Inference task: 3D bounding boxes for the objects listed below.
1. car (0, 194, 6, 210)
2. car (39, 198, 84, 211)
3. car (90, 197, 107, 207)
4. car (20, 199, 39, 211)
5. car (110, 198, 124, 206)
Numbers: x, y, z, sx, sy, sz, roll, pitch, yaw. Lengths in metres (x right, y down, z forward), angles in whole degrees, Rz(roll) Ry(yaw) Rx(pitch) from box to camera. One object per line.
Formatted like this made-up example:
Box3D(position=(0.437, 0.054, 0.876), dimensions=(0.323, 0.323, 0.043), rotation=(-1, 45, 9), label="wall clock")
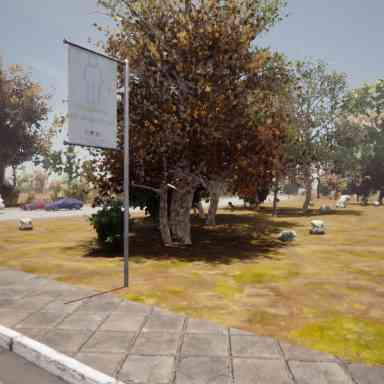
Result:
Box3D(position=(-21.415, 1.221, 32.591), dimensions=(2.150, 2.045, 5.566), rotation=(0, 0, 39), label="car")
Box3D(position=(-15.397, 1.515, 40.152), dimensions=(1.812, 1.442, 4.674), rotation=(0, 0, 38), label="car")
Box3D(position=(-12.700, 1.464, 49.273), dimensions=(1.837, 1.490, 4.892), rotation=(0, 1, 38), label="car")
Box3D(position=(-18.958, 1.556, 41.288), dimensions=(1.994, 1.385, 4.181), rotation=(0, 0, 39), label="car")
Box3D(position=(-9.193, 1.556, 48.090), dimensions=(1.895, 1.301, 4.718), rotation=(0, 0, 37), label="car")
